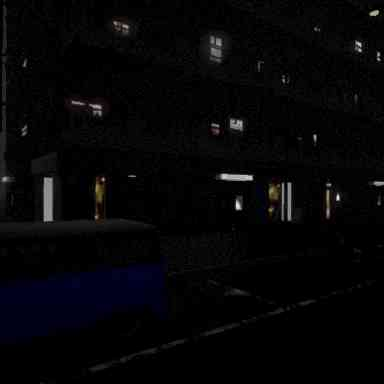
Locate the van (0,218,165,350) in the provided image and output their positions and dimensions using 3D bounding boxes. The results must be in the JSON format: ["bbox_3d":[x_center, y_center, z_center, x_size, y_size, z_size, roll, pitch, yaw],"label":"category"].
[{"bbox_3d":[-2.337,1.340,4.885,3.998,1.788,1.690,0,0,-36],"label":"van"}]

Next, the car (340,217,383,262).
[{"bbox_3d":[6.883,1.547,11.463,4.507,1.381,1.887,0,0,-36],"label":"car"}]
